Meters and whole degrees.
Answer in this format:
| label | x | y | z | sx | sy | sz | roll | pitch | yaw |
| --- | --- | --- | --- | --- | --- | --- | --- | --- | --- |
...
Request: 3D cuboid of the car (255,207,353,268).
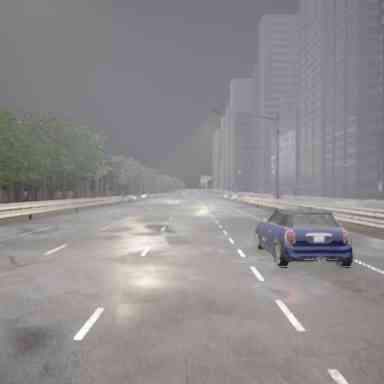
| label | x | y | z | sx | sy | sz | roll | pitch | yaw |
| --- | --- | --- | --- | --- | --- | --- | --- | --- | --- |
| car | 3.534 | 1.317 | 11.359 | 2.097 | 1.767 | 4.553 | 0 | 0 | 0 |
